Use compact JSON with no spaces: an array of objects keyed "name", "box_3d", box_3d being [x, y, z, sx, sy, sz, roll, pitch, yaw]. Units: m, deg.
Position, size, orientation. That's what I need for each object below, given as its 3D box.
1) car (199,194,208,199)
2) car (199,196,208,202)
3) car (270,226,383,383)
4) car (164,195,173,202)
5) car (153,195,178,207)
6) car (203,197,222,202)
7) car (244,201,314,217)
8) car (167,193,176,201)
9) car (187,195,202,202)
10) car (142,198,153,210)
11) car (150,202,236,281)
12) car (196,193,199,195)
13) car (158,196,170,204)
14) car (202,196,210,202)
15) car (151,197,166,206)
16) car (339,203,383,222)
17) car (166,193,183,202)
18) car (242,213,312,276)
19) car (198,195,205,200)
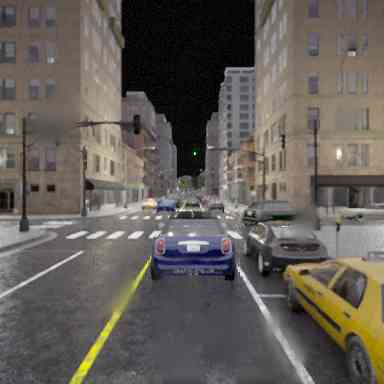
[{"name":"car","box_3d":[2.643,1.417,59.755,1.967,1.590,4.097,0,0,0]},{"name":"car","box_3d":[2.644,1.532,76.800,1.947,1.339,4.313,0,0,0]},{"name":"car","box_3d":[2.645,1.524,4.916,1.752,1.417,4.829,0,0,0]},{"name":"car","box_3d":[-5.381,1.407,76.796,1.967,1.590,4.097,0,0,0]},{"name":"car","box_3d":[-2.838,1.466,36.891,1.882,1.535,5.008,0,0,0]},{"name":"car","box_3d":[2.641,1.539,37.028,2.008,1.369,4.403,0,0,0]},{"name":"car","box_3d":[5.481,1.320,20.748,4.553,1.767,2.097,-1,0,-21]},{"name":"car","box_3d":[-5.380,1.275,88.158,2.192,1.841,5.009,0,0,0]},{"name":"car","box_3d":[0.103,1.545,51.889,1.994,1.385,4.181,0,0,0]},{"name":"car","box_3d":[-5.384,1.511,42.539,1.752,1.417,4.829,0,0,0]},{"name":"car","box_3d":[0.029,1.348,9.986,2.097,1.767,4.553,0,0,0]},{"name":"car","box_3d":[2.644,1.285,71.118,2.192,1.841,5.009,0,0,0]},{"name":"car","box_3d":[-5.382,1.524,65.434,2.008,1.369,4.403,0,0,0]},{"name":"car","box_3d":[2.641,1.567,42.709,1.802,1.307,4.206,0,0,0]},{"name":"car","box_3d":[-5.383,1.546,54.071,1.947,1.339,4.313,0,0,0]},{"name":"car","box_3d":[13.594,1.508,24.790,4.718,1.301,1.895,0,0,0]},{"name":"car","box_3d":[-2.817,1.205,46.880,2.150,2.045,5.566,0,0,1]},{"name":"car","box_3d":[2.640,1.548,10.152,2.008,1.369,4.403,0,0,0]},{"name":"car","box_3d":[2.646,1.482,94.015,1.752,1.417,4.829,0,0,0]}]
